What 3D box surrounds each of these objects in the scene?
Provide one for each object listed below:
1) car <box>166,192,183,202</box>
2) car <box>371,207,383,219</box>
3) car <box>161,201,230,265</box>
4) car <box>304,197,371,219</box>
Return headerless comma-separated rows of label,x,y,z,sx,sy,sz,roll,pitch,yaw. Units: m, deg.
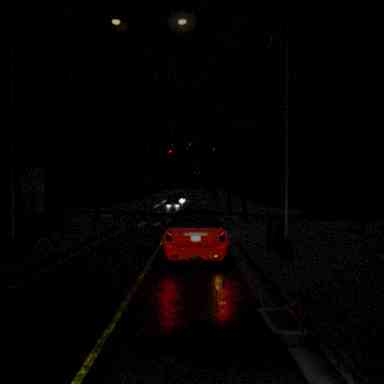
car,-2.756,1.050,49.267,2.033,1.411,5.357,0,1,0
car,18.158,1.743,29.903,4.206,1.307,1.802,1,0,0
car,0.114,1.375,11.887,2.097,1.767,4.553,0,0,0
car,12.759,1.399,29.904,5.009,1.841,2.192,1,0,0
